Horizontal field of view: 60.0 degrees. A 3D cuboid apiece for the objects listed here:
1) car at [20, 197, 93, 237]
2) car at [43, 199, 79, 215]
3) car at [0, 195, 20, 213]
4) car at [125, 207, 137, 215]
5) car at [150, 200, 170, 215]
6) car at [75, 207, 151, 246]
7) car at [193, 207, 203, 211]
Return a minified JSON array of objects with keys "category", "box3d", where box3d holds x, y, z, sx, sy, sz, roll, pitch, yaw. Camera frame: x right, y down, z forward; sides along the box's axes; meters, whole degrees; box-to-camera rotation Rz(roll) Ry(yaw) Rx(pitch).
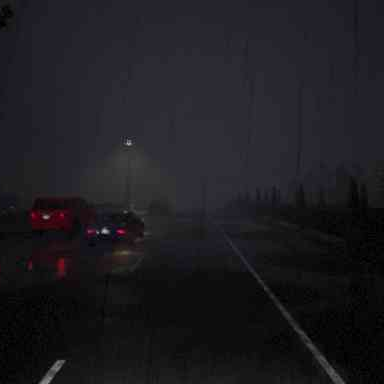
[{"category":"car","box3d":[-6.901,1.285,18.410,2.150,2.045,5.566,0,0,0]},{"category":"car","box3d":[-14.097,1.602,36.113,1.882,1.535,5.008,0,0,0]},{"category":"car","box3d":[-17.597,1.325,29.784,2.150,2.045,5.566,0,0,0]},{"category":"car","box3d":[-14.005,4.441,76.485,1.837,1.490,4.892,0,-6,0]},{"category":"car","box3d":[-3.402,1.615,35.483,2.128,1.511,4.902,0,0,0]},{"category":"car","box3d":[-3.401,1.601,15.482,2.033,1.411,5.357,0,0,0]},{"category":"car","box3d":[1.220,3.963,71.010,1.837,1.490,4.892,0,-6,0]}]
